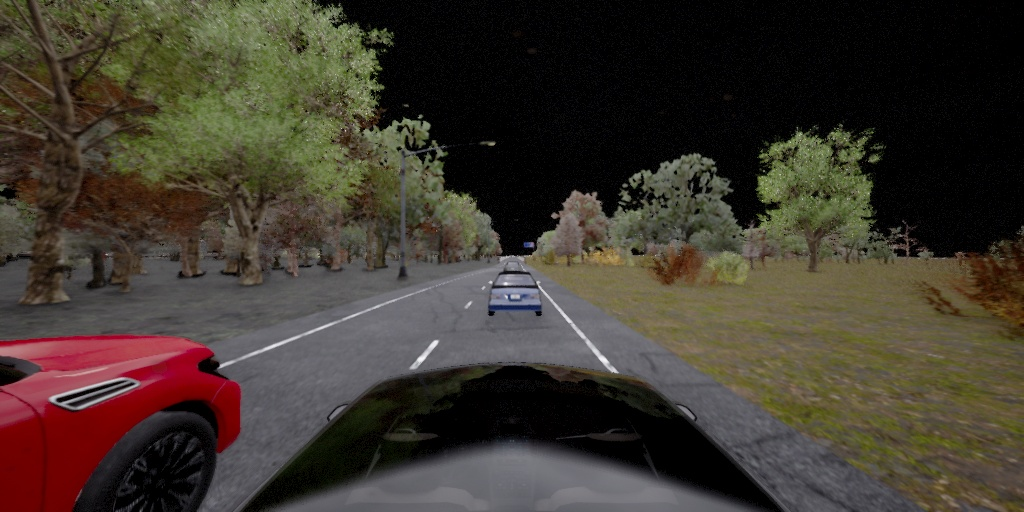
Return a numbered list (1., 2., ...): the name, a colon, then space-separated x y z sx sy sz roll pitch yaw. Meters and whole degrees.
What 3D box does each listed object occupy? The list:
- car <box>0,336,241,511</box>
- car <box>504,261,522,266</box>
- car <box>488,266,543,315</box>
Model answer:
1. car: -3.400 0.973 0.673 2.150 2.045 5.566 0 0 0
2. car: 0.097 1.250 37.857 1.994 1.385 4.181 0 0 0
3. car: 0.098 1.276 13.357 2.033 1.411 5.357 0 0 0
